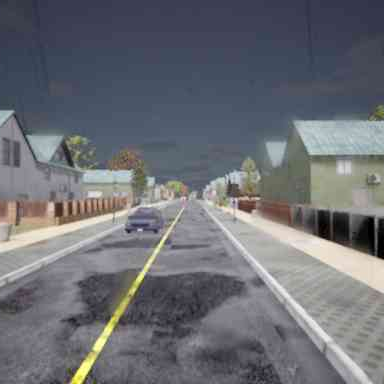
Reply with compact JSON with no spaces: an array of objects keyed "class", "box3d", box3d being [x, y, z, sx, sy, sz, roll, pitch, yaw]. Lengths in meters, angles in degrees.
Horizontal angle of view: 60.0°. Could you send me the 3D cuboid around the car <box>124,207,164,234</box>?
[{"class":"car","box3d":[-2.749,1.638,20.279,2.033,1.411,5.357,0,0,0]}]
